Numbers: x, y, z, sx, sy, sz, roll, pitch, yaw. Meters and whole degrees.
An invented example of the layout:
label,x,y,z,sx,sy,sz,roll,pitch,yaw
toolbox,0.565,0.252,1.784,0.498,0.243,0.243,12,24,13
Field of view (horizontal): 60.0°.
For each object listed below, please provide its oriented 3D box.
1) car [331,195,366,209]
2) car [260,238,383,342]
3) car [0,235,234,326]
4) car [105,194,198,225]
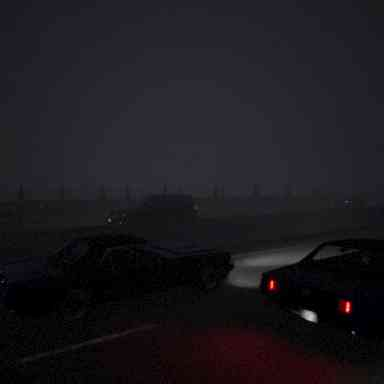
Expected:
label,x,y,z,sx,sy,sz,roll,pitch,yaw
car,18.024,1.117,38.303,4.553,1.767,2.097,-1,0,-35
car,3.571,1.560,6.292,4.718,1.301,1.895,0,0,-35
car,-1.369,1.583,7.067,4.718,1.301,1.895,0,0,-35
car,-2.211,1.162,19.609,5.566,2.045,2.150,0,0,-35
